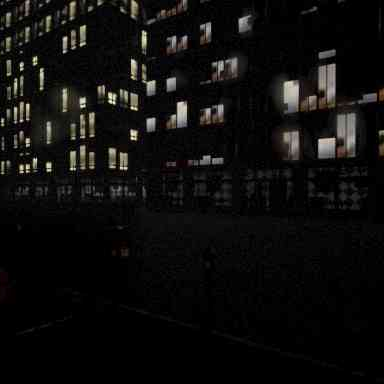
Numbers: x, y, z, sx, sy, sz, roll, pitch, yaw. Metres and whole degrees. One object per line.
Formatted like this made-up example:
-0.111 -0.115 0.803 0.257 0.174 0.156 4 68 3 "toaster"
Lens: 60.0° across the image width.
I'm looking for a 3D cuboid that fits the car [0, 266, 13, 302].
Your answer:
-5.549 1.526 6.846 4.829 1.417 1.752 0 0 36 "car"
